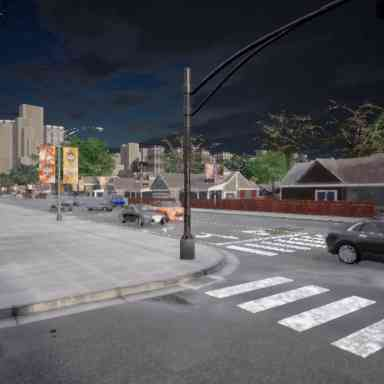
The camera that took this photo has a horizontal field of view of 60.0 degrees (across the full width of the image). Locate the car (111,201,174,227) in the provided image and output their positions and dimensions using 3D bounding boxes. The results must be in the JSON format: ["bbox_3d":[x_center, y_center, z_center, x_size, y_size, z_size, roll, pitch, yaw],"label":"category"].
[{"bbox_3d":[-3.683,1.618,23.906,2.128,1.511,4.902,0,0,-35],"label":"car"}]

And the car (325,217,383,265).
[{"bbox_3d":[6.380,1.526,9.753,1.837,1.490,4.892,0,-1,-35],"label":"car"}]

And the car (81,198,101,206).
[{"bbox_3d":[-19.115,1.906,62.605,2.033,1.411,5.357,0,0,-35],"label":"car"}]

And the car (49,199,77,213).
[{"bbox_3d":[-16.698,1.809,42.269,2.033,1.411,5.357,0,0,-35],"label":"car"}]

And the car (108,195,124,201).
[{"bbox_3d":[-12.966,1.522,54.124,2.150,2.045,5.566,0,0,-36],"label":"car"}]

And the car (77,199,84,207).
[{"bbox_3d":[-19.431,1.886,57.591,2.033,1.411,5.357,0,0,-34],"label":"car"}]

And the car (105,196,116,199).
[{"bbox_3d":[-13.382,1.785,49.106,1.837,1.490,4.892,0,0,-35],"label":"car"}]

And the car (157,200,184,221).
[{"bbox_3d":[-2.095,1.487,27.281,2.097,1.767,4.553,0,0,-35],"label":"car"}]

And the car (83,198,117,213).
[{"bbox_3d":[-11.138,1.795,40.020,1.994,1.385,4.181,0,0,-35],"label":"car"}]
